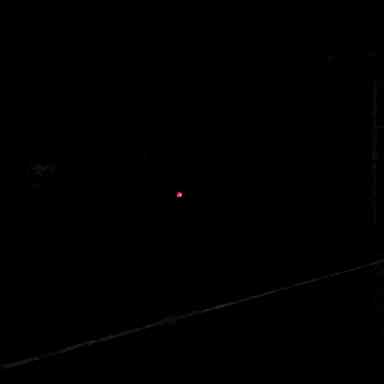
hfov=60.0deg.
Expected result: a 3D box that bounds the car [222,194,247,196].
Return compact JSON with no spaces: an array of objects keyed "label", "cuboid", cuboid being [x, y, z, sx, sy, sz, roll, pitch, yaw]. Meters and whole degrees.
[{"label":"car","cuboid":[4.604,1.208,31.545,2.150,2.045,5.566,0,0,-38]}]
